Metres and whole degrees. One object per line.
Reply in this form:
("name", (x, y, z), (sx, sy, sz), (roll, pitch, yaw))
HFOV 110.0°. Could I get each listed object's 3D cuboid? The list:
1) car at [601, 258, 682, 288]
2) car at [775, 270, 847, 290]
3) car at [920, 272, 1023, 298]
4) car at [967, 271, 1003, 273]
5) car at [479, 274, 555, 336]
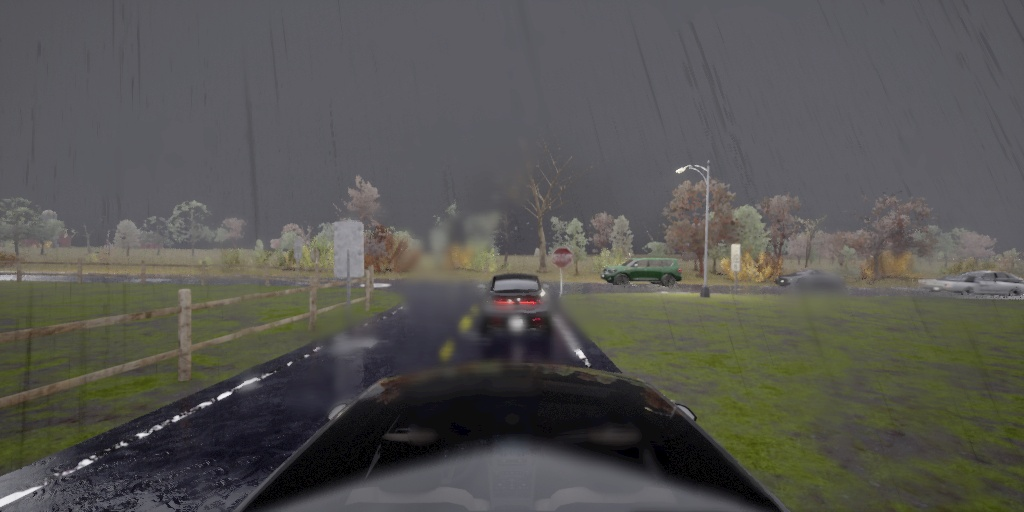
("car", (9.309, 1.128, 25.860), (5.566, 2.045, 2.150), (1, 1, -3))
("car", (21.620, 1.688, 26.014), (4.181, 1.385, 1.994), (1, 1, 0))
("car", (29.558, 1.912, 23.031), (4.718, 1.301, 1.895), (1, 1, 0))
("car", (33.798, 1.841, 25.943), (4.892, 1.490, 1.837), (1, 1, 0))
("car", (0.091, 1.248, 10.376), (1.837, 1.490, 4.892), (0, 0, -1))
